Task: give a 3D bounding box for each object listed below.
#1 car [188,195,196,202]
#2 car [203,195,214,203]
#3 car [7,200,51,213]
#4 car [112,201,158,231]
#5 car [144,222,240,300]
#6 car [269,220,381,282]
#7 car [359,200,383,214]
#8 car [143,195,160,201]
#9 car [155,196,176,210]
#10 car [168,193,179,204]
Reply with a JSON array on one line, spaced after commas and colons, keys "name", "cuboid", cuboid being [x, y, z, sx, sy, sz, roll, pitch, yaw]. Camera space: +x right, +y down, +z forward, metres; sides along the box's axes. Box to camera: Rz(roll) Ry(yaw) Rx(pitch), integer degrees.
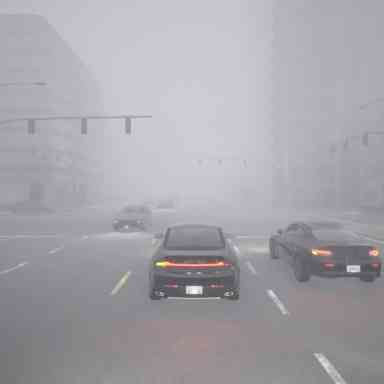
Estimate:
[{"name": "car", "cuboid": [0.009, 1.364, 73.874, 2.128, 1.511, 4.902, 0, 0, 0]}, {"name": "car", "cuboid": [3.551, 1.502, 71.109, 1.837, 1.490, 4.892, 0, 0, 0]}, {"name": "car", "cuboid": [-17.604, 1.564, 36.020, 4.181, 1.385, 1.994, 0, 0, -4]}, {"name": "car", "cuboid": [-3.598, 1.547, 21.018, 2.033, 1.411, 5.357, 0, 0, 0]}, {"name": "car", "cuboid": [0.059, 1.505, 8.366, 1.837, 1.490, 4.892, 0, 0, 0]}, {"name": "car", "cuboid": [3.565, 1.526, 9.622, 1.812, 1.442, 4.674, 0, 0, 0]}, {"name": "car", "cuboid": [20.850, 1.547, 35.482, 5.357, 1.411, 2.033, 0, 0, 1]}, {"name": "car", "cuboid": [-7.085, 1.547, 55.584, 2.033, 1.411, 5.357, 0, 0, 0]}, {"name": "car", "cuboid": [-3.399, 1.564, 43.351, 1.994, 1.385, 4.181, 0, 0, -3]}, {"name": "car", "cuboid": [-3.556, 1.222, 62.472, 2.150, 2.045, 5.566, 0, 0, 0]}]
